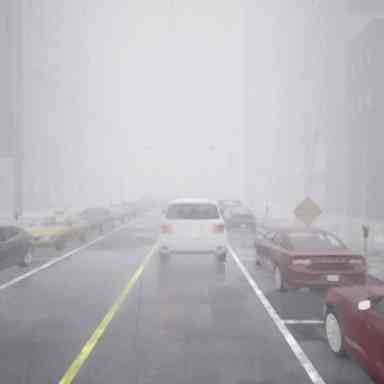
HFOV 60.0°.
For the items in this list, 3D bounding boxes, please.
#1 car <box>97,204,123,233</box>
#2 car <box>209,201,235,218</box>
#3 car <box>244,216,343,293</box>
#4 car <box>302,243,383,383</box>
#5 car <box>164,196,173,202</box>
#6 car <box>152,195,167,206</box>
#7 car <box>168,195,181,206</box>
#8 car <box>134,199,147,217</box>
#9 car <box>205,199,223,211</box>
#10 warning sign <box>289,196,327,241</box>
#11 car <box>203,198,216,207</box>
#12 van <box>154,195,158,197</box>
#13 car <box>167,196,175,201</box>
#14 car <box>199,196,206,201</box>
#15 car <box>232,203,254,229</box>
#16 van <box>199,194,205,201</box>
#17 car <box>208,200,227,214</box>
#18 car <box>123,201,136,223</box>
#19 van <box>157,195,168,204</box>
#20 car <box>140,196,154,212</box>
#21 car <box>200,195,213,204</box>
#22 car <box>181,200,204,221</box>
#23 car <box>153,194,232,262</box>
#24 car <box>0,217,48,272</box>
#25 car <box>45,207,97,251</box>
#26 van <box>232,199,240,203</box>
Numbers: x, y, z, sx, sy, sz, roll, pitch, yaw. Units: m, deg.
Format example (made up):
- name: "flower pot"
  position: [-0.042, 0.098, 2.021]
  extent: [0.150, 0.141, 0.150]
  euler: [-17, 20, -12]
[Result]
- name: "car"
  position: [-5.761, 1.591, 20.011]
  extent: [1.947, 1.339, 4.313]
  euler: [0, 0, 0]
- name: "car"
  position: [2.765, 1.594, 31.300]
  extent: [2.008, 1.369, 4.403]
  euler: [0, 0, 0]
- name: "car"
  position: [2.763, 1.554, 8.755]
  extent: [1.887, 1.381, 4.507]
  euler: [0, 0, 0]
- name: "car"
  position: [2.762, 1.548, 3.119]
  extent: [1.887, 1.381, 4.507]
  euler: [0, 0, 0]
- name: "car"
  position: [-5.754, 1.705, 82.014]
  extent: [1.887, 1.381, 4.507]
  euler: [0, 0, 0]
- name: "car"
  position: [-5.758, 1.417, 59.467]
  extent: [2.192, 1.841, 5.009]
  euler: [0, 0, 0]
- name: "car"
  position: [-3.048, 1.452, 58.797]
  extent: [2.097, 1.767, 4.553]
  euler: [0, 0, 0]
- name: "car"
  position: [-5.760, 1.609, 31.285]
  extent: [1.947, 1.339, 4.313]
  euler: [0, 0, 0]
- name: "car"
  position: [2.766, 1.616, 42.573]
  extent: [2.008, 1.369, 4.403]
  euler: [0, 0, 0]
- name: "warning sign"
  position: [5.071, 1.132, 14.610]
  extent: [1.300, 1.860, 1.060]
  euler: [0, 0, 0]
- name: "car"
  position: [2.767, 1.634, 53.845]
  extent: [1.887, 1.381, 4.507]
  euler: [0, 0, 0]
- name: "van"
  position: [-5.759, 1.406, 42.558]
  extent: [1.690, 1.788, 3.998]
  euler: [0, 0, 0]
- name: "car"
  position: [-5.753, 1.759, 93.287]
  extent: [1.947, 1.339, 4.313]
  euler: [0, 0, 0]
- name: "car"
  position: [2.771, 1.702, 87.832]
  extent: [1.752, 1.417, 4.829]
  euler: [0, 0, 0]
- name: "car"
  position: [2.764, 1.575, 20.027]
  extent: [2.008, 1.369, 4.403]
  euler: [0, 0, 0]
- name: "van"
  position: [2.771, 1.534, 93.299]
  extent: [1.690, 1.788, 3.998]
  euler: [0, 0, 0]
- name: "car"
  position: [2.766, 1.635, 36.936]
  extent: [1.802, 1.307, 4.206]
  euler: [0, 0, 0]
- name: "car"
  position: [-5.760, 1.615, 25.648]
  extent: [1.802, 1.307, 4.206]
  euler: [0, 0, 0]
- name: "van"
  position: [-5.757, 1.456, 65.103]
  extent: [1.690, 1.788, 3.998]
  euler: [0, 0, 0]
- name: "car"
  position: [-5.760, 1.494, 36.922]
  extent: [1.967, 1.590, 4.097]
  euler: [0, 0, 0]
- name: "car"
  position: [2.768, 1.430, 65.117]
  extent: [2.192, 1.841, 5.009]
  euler: [0, 0, 0]
- name: "car"
  position: [0.051, 1.544, 28.522]
  extent: [1.837, 1.490, 4.892]
  euler: [0, 0, 0]
- name: "car"
  position: [0.038, 1.237, 12.348]
  extent: [2.150, 2.045, 5.566]
  euler: [0, 0, 1]
- name: "car"
  position: [-5.762, 1.576, 8.738]
  extent: [1.947, 1.339, 4.313]
  euler: [0, 0, 0]
- name: "car"
  position: [-5.762, 1.542, 14.205]
  extent: [1.752, 1.417, 4.829]
  euler: [0, 0, 0]
- name: "van"
  position: [2.764, 1.375, 25.664]
  extent: [1.690, 1.788, 3.998]
  euler: [0, 0, 0]
